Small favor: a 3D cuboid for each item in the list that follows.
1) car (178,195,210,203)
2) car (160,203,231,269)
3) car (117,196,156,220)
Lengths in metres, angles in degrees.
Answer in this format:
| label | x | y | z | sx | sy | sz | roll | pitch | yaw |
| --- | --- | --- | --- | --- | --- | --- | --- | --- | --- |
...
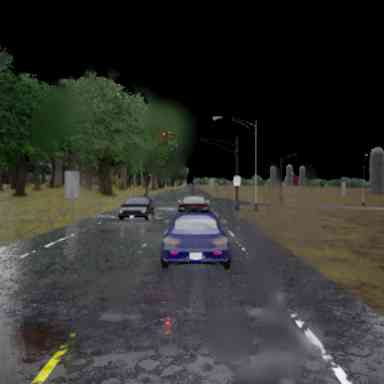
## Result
| label | x | y | z | sx | sy | sz | roll | pitch | yaw |
| --- | --- | --- | --- | --- | --- | --- | --- | --- | --- |
| car | 0.112 | 0.931 | 21.150 | 1.882 | 1.535 | 5.008 | 0 | 2 | 0 |
| car | 0.108 | 1.280 | 10.073 | 1.812 | 1.442 | 4.674 | 0 | 1 | 0 |
| car | -3.492 | 0.977 | 21.971 | 2.033 | 1.411 | 5.357 | 0 | 2 | 0 |
